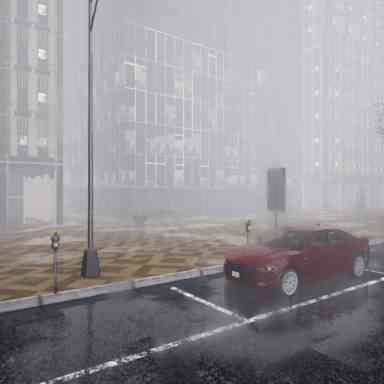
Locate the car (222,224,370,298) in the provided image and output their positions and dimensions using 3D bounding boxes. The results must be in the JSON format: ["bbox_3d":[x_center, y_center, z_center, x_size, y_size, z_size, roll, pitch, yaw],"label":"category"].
[{"bbox_3d":[2.783,1.545,8.523,4.507,1.381,1.887,0,0,-35],"label":"car"}]
